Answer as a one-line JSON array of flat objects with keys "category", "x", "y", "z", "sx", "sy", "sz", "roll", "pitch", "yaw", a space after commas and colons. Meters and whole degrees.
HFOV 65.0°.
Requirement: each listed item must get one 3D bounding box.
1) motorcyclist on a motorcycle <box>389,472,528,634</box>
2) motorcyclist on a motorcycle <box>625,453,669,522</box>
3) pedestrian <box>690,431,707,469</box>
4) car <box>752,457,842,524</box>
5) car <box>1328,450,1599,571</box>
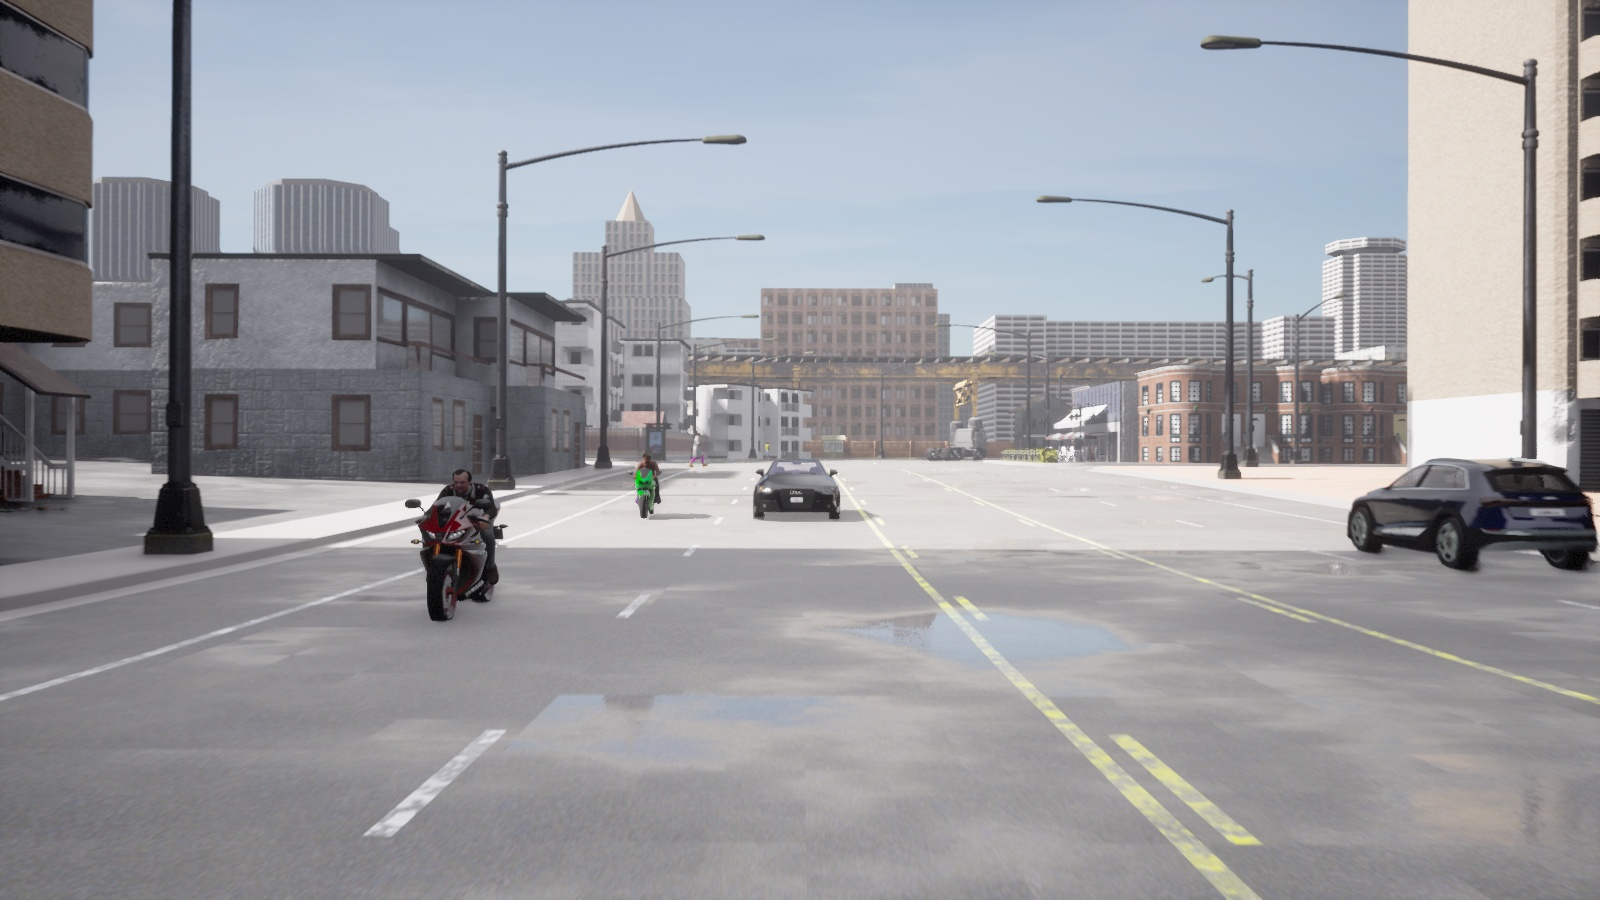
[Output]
[{"category": "motorcyclist on a motorcycle", "x": -3.531, "y": 1.011, "z": 13.203, "sx": 0.866, "sy": 1.530, "sz": 2.191, "roll": 0, "pitch": 0, "yaw": 0}, {"category": "motorcyclist on a motorcycle", "x": -3.570, "y": 0.847, "z": 29.457, "sx": 0.797, "sy": 1.523, "sz": 2.044, "roll": 0, "pitch": 1, "yaw": 0}, {"category": "pedestrian", "x": -5.320, "y": 0.007, "z": 66.144, "sx": 0.873, "sy": 1.952, "sz": 0.659, "roll": 0, "pitch": 0, "yaw": -4}, {"category": "car", "x": -0.071, "y": 0.903, "z": 30.069, "sx": 1.994, "sy": 1.385, "sz": 4.181, "roll": 0, "pitch": 1, "yaw": 0}, {"category": "car", "x": 10.453, "y": 0.844, "z": 19.979, "sx": 2.033, "sy": 1.649, "sz": 4.856, "roll": 0, "pitch": 0, "yaw": 0}]
